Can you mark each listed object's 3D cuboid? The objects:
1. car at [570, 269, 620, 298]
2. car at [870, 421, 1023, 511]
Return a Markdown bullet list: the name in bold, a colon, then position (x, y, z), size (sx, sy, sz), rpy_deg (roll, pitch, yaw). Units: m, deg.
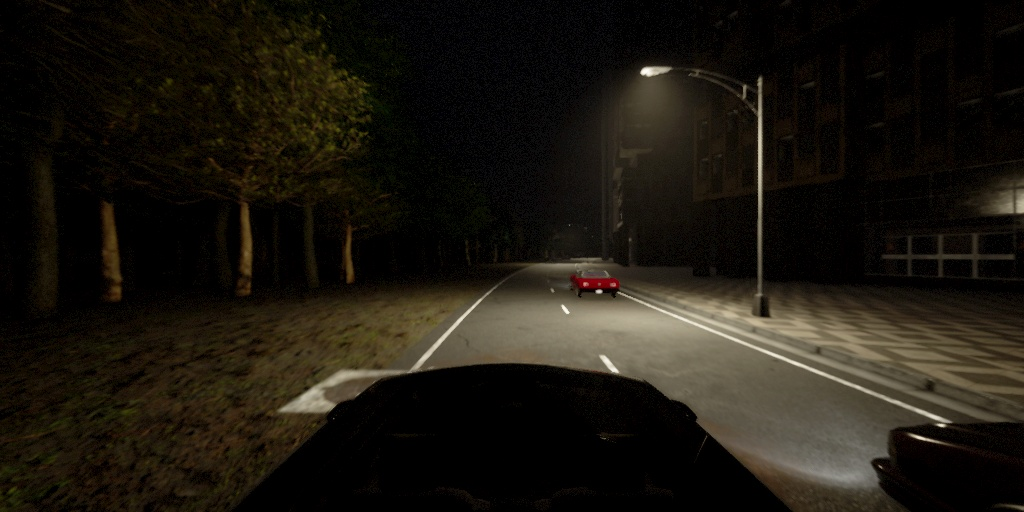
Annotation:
- **car**: position (4.099, 1.338, 18.585), size (1.895, 1.301, 4.718), rpy_deg (0, 0, 3)
- **car**: position (3.613, 1.304, 0.159), size (2.033, 1.411, 5.357), rpy_deg (0, 0, 0)
